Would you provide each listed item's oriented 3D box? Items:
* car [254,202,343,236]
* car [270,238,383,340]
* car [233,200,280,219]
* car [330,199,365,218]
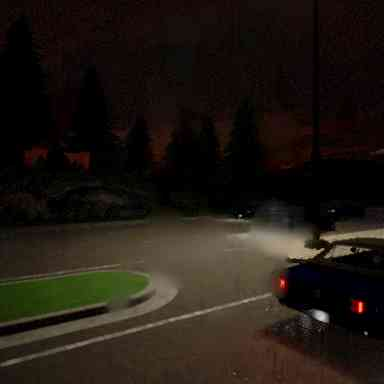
[{"bbox_3d":[5.566,1.418,17.318,4.181,1.385,1.994,-1,0,-34],"label":"car"},{"bbox_3d":[3.750,1.540,6.207,4.718,1.301,1.895,-1,0,-34],"label":"car"},{"bbox_3d":[5.750,1.342,25.843,5.357,1.411,2.033,-1,0,-34],"label":"car"},{"bbox_3d":[11.293,1.297,25.306,4.674,1.442,1.812,-1,0,-34],"label":"car"}]
